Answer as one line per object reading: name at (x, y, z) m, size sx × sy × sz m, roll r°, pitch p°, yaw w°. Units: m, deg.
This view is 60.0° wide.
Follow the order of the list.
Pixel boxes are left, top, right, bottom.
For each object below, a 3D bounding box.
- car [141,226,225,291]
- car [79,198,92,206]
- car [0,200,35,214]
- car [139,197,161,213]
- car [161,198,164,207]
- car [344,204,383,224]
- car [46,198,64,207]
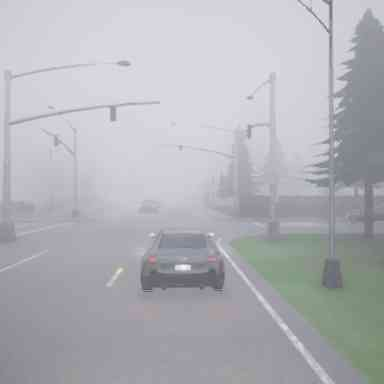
car at (-0.273, 1.631, 9.257) m, size 1.994 × 1.385 × 4.181 m, roll 0°, pitch 0°, yaw -2°
car at (-20.177, 1.852, 63.229) m, size 1.845 × 1.501 × 3.633 m, roll 0°, pitch 0°, yaw -2°
car at (-19.291, 1.633, 37.211) m, size 2.007 × 1.523 × 4.514 m, roll 0°, pitch 0°, yaw -2°
car at (-5.346, 1.652, 41.181) m, size 2.097 × 1.767 × 4.553 m, roll 0°, pitch 0°, yaw -2°
car at (-5.767, 1.934, 51.064) m, size 1.994 × 1.385 × 4.181 m, roll 0°, pitch 0°, yaw -2°
car at (14.191, 1.650, 25.395) m, size 4.902 × 1.511 × 2.128 m, roll 0°, pitch 0°, yaw -4°
car at (-22.906, 1.814, 55.712) m, size 1.970 × 1.475 × 3.806 m, roll 0°, pitch 0°, yaw -2°
